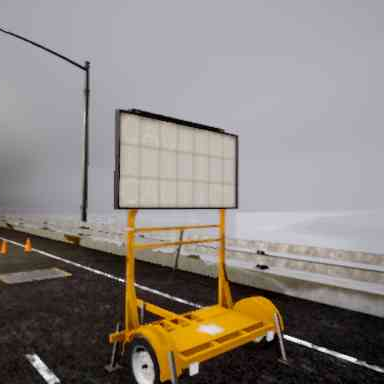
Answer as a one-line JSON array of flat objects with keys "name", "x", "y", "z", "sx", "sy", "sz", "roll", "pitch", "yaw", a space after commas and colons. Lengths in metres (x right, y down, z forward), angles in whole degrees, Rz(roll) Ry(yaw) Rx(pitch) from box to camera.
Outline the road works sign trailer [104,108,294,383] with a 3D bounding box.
[{"name": "road works sign trailer", "x": -0.265, "y": 0.668, "z": 5.250, "sx": 2.380, "sy": 3.560, "sz": 2.880, "roll": 2, "pitch": -3, "yaw": -42}]

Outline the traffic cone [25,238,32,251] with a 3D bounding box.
[{"name": "traffic cone", "x": -7.813, "y": 2.488, "z": 15.891, "sx": 0.340, "sy": 0.580, "sz": 0.340, "roll": 2, "pitch": -3, "yaw": -42}]

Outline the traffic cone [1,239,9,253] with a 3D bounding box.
[{"name": "traffic cone", "x": -8.559, "y": 2.456, "z": 15.226, "sx": 0.340, "sy": 0.580, "sz": 0.340, "roll": 2, "pitch": -3, "yaw": -42}]
